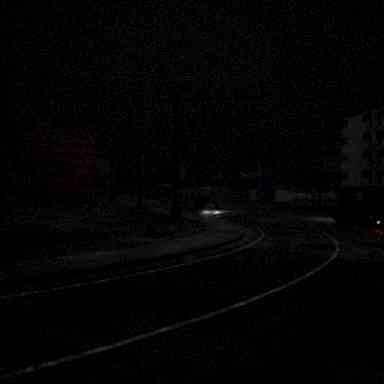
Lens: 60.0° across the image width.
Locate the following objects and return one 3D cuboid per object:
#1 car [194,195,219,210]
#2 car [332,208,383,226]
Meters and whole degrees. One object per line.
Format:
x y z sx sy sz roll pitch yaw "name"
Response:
1.998 1.514 47.920 2.150 2.045 5.566 1 -1 -18 "car"
12.825 1.847 25.571 1.895 1.301 4.718 0 0 -7 "car"
